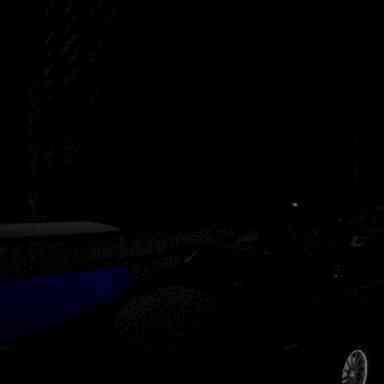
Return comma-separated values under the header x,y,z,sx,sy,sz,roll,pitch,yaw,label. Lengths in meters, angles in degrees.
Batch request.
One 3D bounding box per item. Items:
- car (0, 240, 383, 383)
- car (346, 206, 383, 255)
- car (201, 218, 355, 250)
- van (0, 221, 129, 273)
x,y,z,sx,sy,sz,roll,pitch,yaw,label
0.151,1.544,3.487,4.674,1.442,1.812,1,0,-36,car
6.343,1.420,11.186,5.009,1.841,2.192,1,-1,-36,car
1.756,1.493,7.909,4.097,1.590,1.967,1,-1,-36,car
-2.830,1.343,4.634,3.998,1.788,1.690,1,-1,-36,van
